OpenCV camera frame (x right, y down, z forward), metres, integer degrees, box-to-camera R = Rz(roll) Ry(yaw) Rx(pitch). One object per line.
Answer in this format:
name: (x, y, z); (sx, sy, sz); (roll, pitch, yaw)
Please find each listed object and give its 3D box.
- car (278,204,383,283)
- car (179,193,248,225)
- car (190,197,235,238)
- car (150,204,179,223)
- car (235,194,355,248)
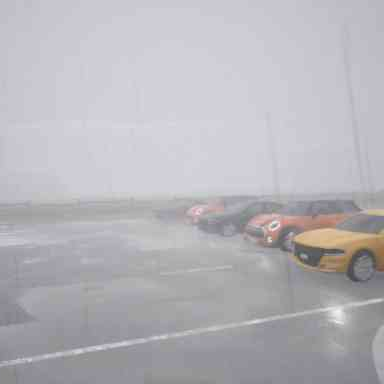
car: (5.030, 1.208, 8.764); (5.008, 1.535, 1.882); (-2, 1, -19)
car: (1.882, 0.965, 18.782); (4.553, 1.767, 2.097); (-2, 1, -19)
car: (2.733, 1.135, 15.377); (5.008, 1.535, 1.882); (-2, 1, -19)
car: (-0.322, 1.205, 21.730); (4.718, 1.301, 1.895); (-2, 1, -19)
car: (4.192, 1.037, 12.174); (4.553, 1.767, 2.097); (-2, 1, -19)
